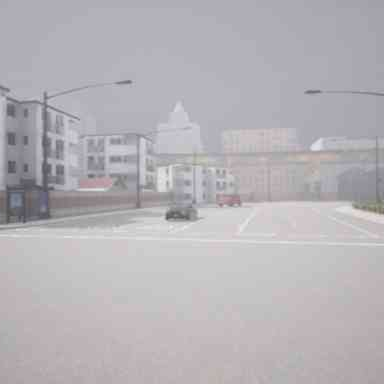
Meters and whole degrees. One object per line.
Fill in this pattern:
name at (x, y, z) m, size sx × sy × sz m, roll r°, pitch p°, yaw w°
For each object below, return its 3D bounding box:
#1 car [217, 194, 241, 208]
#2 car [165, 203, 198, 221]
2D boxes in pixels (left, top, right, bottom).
car at (5.937, 1.270, 52.110) m, size 2.150 × 2.045 × 5.566 m, roll -1°, pitch -1°, yaw 29°
car at (-0.824, 1.629, 27.551) m, size 1.994 × 1.385 × 4.181 m, roll 0°, pitch 0°, yaw 13°
